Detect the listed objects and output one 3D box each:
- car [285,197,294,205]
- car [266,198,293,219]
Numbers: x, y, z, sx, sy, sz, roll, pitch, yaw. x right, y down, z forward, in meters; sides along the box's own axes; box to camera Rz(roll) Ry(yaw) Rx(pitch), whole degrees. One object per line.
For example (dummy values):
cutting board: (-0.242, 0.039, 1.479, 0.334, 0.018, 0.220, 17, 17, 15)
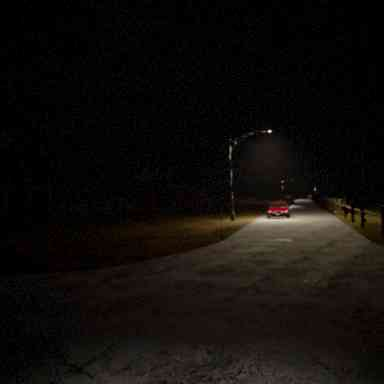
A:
car: (17.327, 1.614, 59.561, 2.128, 1.511, 4.902, -2, -1, 18)
car: (7.884, 1.614, 30.108, 1.812, 1.442, 4.674, -2, -1, 18)
